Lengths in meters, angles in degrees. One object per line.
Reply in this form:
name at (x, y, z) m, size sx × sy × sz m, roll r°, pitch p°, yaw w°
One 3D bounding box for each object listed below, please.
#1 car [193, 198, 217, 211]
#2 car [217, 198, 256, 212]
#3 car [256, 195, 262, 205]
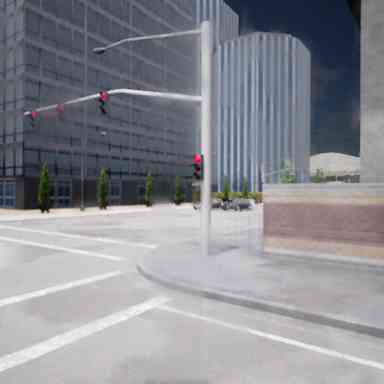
car at (1.981, 1.483, 40.282) m, size 1.812 × 1.442 × 4.674 m, roll 0°, pitch 0°, yaw 36°
car at (5.294, 1.478, 38.911) m, size 1.837 × 1.490 × 4.892 m, roll 0°, pitch 0°, yaw 36°
car at (11.816, 1.241, 53.810) m, size 1.882 × 1.535 × 5.008 m, roll 0°, pitch 0°, yaw 36°
